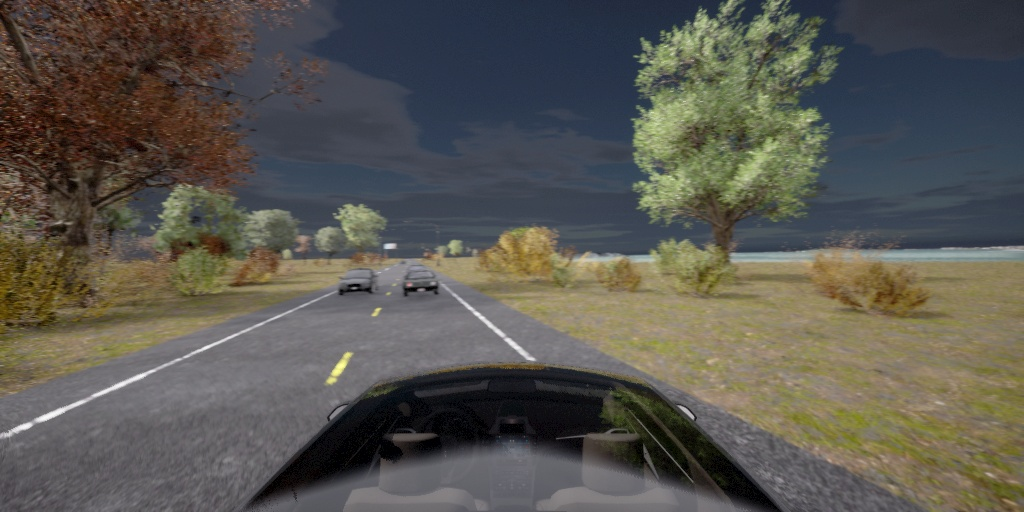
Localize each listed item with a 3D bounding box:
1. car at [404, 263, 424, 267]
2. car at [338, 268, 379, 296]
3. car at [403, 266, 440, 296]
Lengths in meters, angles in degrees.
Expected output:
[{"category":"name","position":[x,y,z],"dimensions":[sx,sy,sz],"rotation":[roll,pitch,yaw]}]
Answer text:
[{"category":"car","position":[-8.663,1.529,32.795],"dimensions":[2.033,1.411,5.357],"rotation":[-2,0,-15]},{"category":"car","position":[-9.324,1.527,22.022],"dimensions":[1.837,1.490,4.892],"rotation":[-2,0,-16]},{"category":"car","position":[-5.281,1.494,20.779],"dimensions":[1.895,1.301,4.718],"rotation":[-2,0,-15]}]
